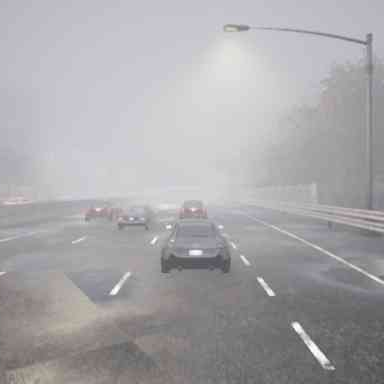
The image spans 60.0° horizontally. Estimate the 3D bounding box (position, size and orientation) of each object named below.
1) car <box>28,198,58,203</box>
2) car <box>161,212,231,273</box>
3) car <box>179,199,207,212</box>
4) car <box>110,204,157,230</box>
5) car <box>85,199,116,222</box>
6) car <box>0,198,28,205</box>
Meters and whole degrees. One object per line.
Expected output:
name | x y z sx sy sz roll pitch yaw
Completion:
car | -17.590 1.533 40.465 1.837 1.490 4.892 0 0 0
car | 0.100 1.566 10.755 1.994 1.385 4.181 0 0 0
car | 0.094 1.365 26.616 2.097 1.767 4.553 0 0 0
car | -3.401 1.556 21.153 2.033 1.411 5.357 0 0 0
car | -6.905 1.365 26.617 2.097 1.767 4.553 0 0 0
car | -21.088 1.506 40.218 1.882 1.535 5.008 0 0 0
